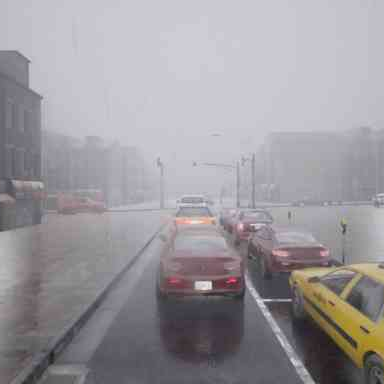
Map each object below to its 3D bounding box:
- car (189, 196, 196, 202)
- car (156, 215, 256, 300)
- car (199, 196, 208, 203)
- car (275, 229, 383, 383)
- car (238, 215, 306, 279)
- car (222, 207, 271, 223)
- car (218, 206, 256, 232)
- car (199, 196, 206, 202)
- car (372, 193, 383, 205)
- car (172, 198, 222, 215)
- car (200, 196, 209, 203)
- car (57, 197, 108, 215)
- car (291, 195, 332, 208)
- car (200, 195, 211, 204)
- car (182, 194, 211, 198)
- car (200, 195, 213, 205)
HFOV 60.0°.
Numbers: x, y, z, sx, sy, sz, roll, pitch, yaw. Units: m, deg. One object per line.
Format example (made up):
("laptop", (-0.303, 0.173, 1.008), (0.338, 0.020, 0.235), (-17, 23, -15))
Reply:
("car", (0.118, 1.745, 83.109), (1.837, 1.490, 4.892), (0, 0, 0))
("car", (0.131, 1.527, 8.318), (1.812, 1.442, 4.674), (0, 0, -2))
("car", (2.741, 1.675, 79.659), (1.967, 1.590, 4.097), (-1, 0, 0))
("car", (2.639, 1.525, 4.476), (1.752, 1.417, 4.829), (0, 0, 0))
("car", (2.647, 1.584, 9.773), (1.802, 1.307, 4.206), (0, 0, 0))
("car", (2.654, 1.446, 15.240), (1.967, 1.590, 4.097), (0, 0, 0))
("car", (2.662, 1.594, 20.706), (1.802, 1.307, 4.206), (0, 0, 0))
("car", (2.758, 1.824, 90.633), (1.752, 1.417, 4.829), (-1, 0, 0))
("car", (25.470, 0.548, 41.207), (5.566, 2.045, 2.150), (-1, 0, 0))
("car", (0.108, 1.358, 15.651), (2.097, 1.767, 4.553), (0, 0, 0))
("car", (2.734, 1.646, 74.256), (1.967, 1.590, 4.097), (-1, 0, 0))
("car", (-12.531, 1.615, 38.245), (5.566, 2.045, 2.150), (-2, 0, 1))
("car", (14.792, 1.107, 41.200), (4.892, 1.490, 1.837), (-2, 0, 0))
("car", (2.725, 1.493, 68.855), (2.192, 1.841, 5.009), (-1, 0, 0))
("car", (0.070, 1.243, 25.784), (2.150, 2.045, 5.566), (0, 0, 1))
("car", (2.718, 1.467, 63.452), (2.192, 1.841, 5.009), (-1, 0, 0))
